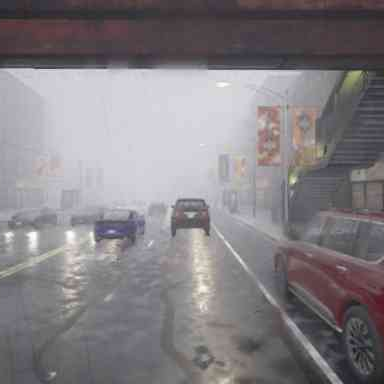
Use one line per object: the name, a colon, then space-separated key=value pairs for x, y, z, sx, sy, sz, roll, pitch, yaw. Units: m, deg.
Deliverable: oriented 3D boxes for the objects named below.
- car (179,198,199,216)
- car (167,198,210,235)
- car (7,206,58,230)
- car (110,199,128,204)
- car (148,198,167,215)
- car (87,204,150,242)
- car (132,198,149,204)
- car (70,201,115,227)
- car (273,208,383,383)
car: x=-0.297 y=1.641 z=37.360 sx=2.097 sy=1.767 sz=4.553 roll=0 pitch=0 yaw=-1
car: x=-0.097 y=1.377 z=20.029 sx=2.150 sy=2.045 sz=5.566 roll=0 pitch=0 yaw=-1
car: x=-10.823 y=1.708 z=23.034 sx=1.812 sy=1.442 sz=4.674 roll=0 pitch=0 yaw=-1
car: x=-13.957 y=2.105 z=65.055 sx=1.895 sy=1.301 sz=4.718 roll=0 pitch=-1 yaw=-27
car: x=-3.801 y=1.797 z=37.668 sx=1.837 sy=1.490 sz=4.892 roll=0 pitch=0 yaw=-1
car: x=-3.565 y=1.612 z=17.089 sx=1.882 sy=1.535 sz=5.008 roll=0 pitch=0 yaw=-1
car: x=-10.667 y=1.992 z=66.122 sx=1.882 sy=1.535 sz=5.008 roll=0 pitch=0 yaw=-23
car: x=-7.348 y=1.669 z=24.444 sx=1.882 sy=1.535 sz=5.008 roll=0 pitch=0 yaw=-1
car: x=3.019 y=1.271 z=5.534 sx=2.435 sy=2.045 sz=5.566 roll=0 pitch=0 yaw=-1
